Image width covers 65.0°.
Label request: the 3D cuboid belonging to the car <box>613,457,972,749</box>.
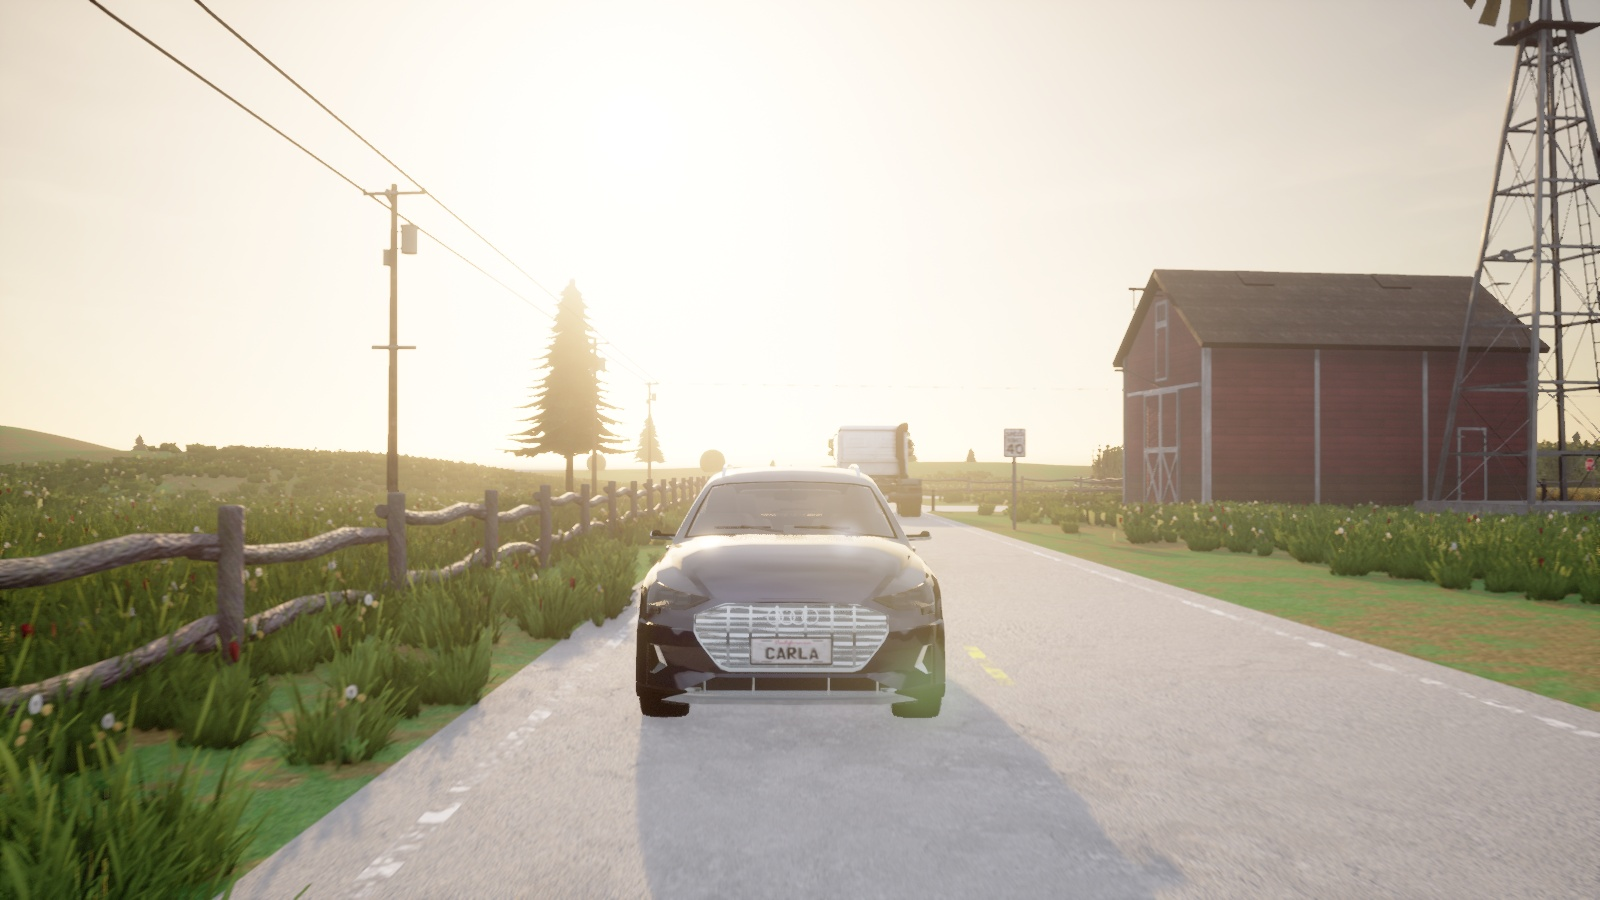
[{"bbox_3d":[-0.065,0.909,9.576,2.033,1.649,4.856,0,-1,-1],"label":"car"}]

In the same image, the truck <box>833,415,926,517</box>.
[{"bbox_3d":[2.810,0.617,46.648,2.891,3.462,7.936,0,-1,-1],"label":"truck"}]
